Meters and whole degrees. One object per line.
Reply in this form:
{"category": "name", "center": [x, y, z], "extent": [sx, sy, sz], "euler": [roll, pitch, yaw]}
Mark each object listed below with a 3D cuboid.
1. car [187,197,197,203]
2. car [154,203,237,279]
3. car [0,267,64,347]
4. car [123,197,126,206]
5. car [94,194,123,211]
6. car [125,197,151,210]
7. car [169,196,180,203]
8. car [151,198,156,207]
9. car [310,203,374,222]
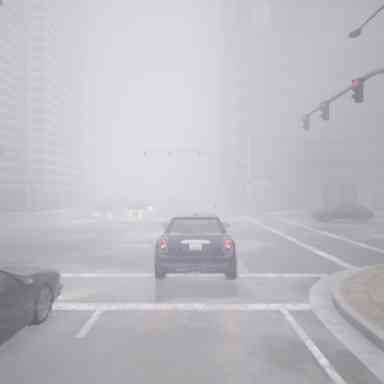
{"category": "car", "center": [-0.005, 1.668, 66.364], "extent": [1.994, 1.385, 4.181], "euler": [0, 0, 0]}
{"category": "car", "center": [0.092, 1.367, 10.237], "extent": [2.097, 1.767, 4.553], "euler": [0, 0, 0]}
{"category": "car", "center": [-3.419, 1.554, 4.029], "extent": [2.033, 1.411, 5.357], "euler": [0, 0, 0]}
{"category": "car", "center": [-10.582, 1.586, 51.801], "extent": [1.837, 1.490, 4.892], "euler": [0, 0, 0]}
{"category": "car", "center": [-10.603, 1.417, 41.857], "extent": [2.097, 1.767, 4.553], "euler": [0, 0, 0]}
{"category": "car", "center": [-7.101, 1.633, 44.125], "extent": [1.994, 1.385, 4.181], "euler": [0, 0, 0]}
{"category": "car", "center": [-3.479, 1.580, 65.001], "extent": [1.882, 1.535, 5.008], "euler": [0, 0, 0]}
{"category": "car", "center": [-7.077, 1.686, 54.086], "extent": [1.895, 1.301, 4.718], "euler": [0, 0, 0]}
{"category": "car", "center": [11.652, 1.567, 25.930], "extent": [4.674, 1.442, 1.812], "euler": [0, 0, 1]}
